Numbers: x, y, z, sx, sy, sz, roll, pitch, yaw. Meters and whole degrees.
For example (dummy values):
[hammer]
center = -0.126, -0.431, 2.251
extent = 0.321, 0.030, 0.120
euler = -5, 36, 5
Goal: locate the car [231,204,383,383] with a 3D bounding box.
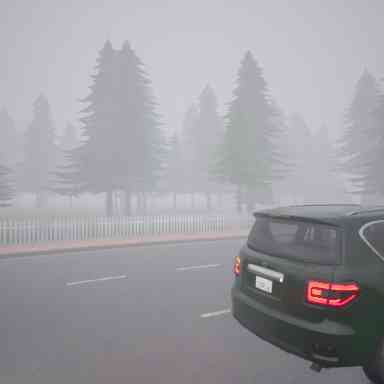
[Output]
[car]
center = 3.259, 1.222, 5.320
extent = 5.566, 2.045, 2.150
euler = 0, 0, -28
